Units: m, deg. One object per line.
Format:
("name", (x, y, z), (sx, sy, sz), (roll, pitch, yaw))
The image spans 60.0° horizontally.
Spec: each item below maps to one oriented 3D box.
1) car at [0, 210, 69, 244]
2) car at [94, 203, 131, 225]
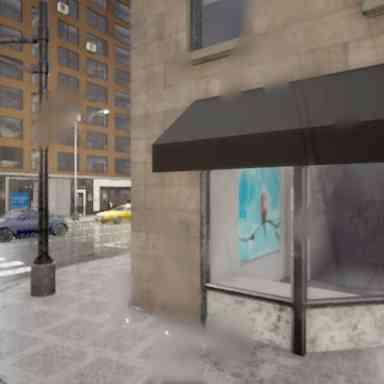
("car", (-8.155, 1.572, 16.006), (1.994, 1.385, 4.181), (0, 0, 36))
("car", (-4.935, 1.546, 24.720), (1.752, 1.417, 4.829), (0, 0, 36))
